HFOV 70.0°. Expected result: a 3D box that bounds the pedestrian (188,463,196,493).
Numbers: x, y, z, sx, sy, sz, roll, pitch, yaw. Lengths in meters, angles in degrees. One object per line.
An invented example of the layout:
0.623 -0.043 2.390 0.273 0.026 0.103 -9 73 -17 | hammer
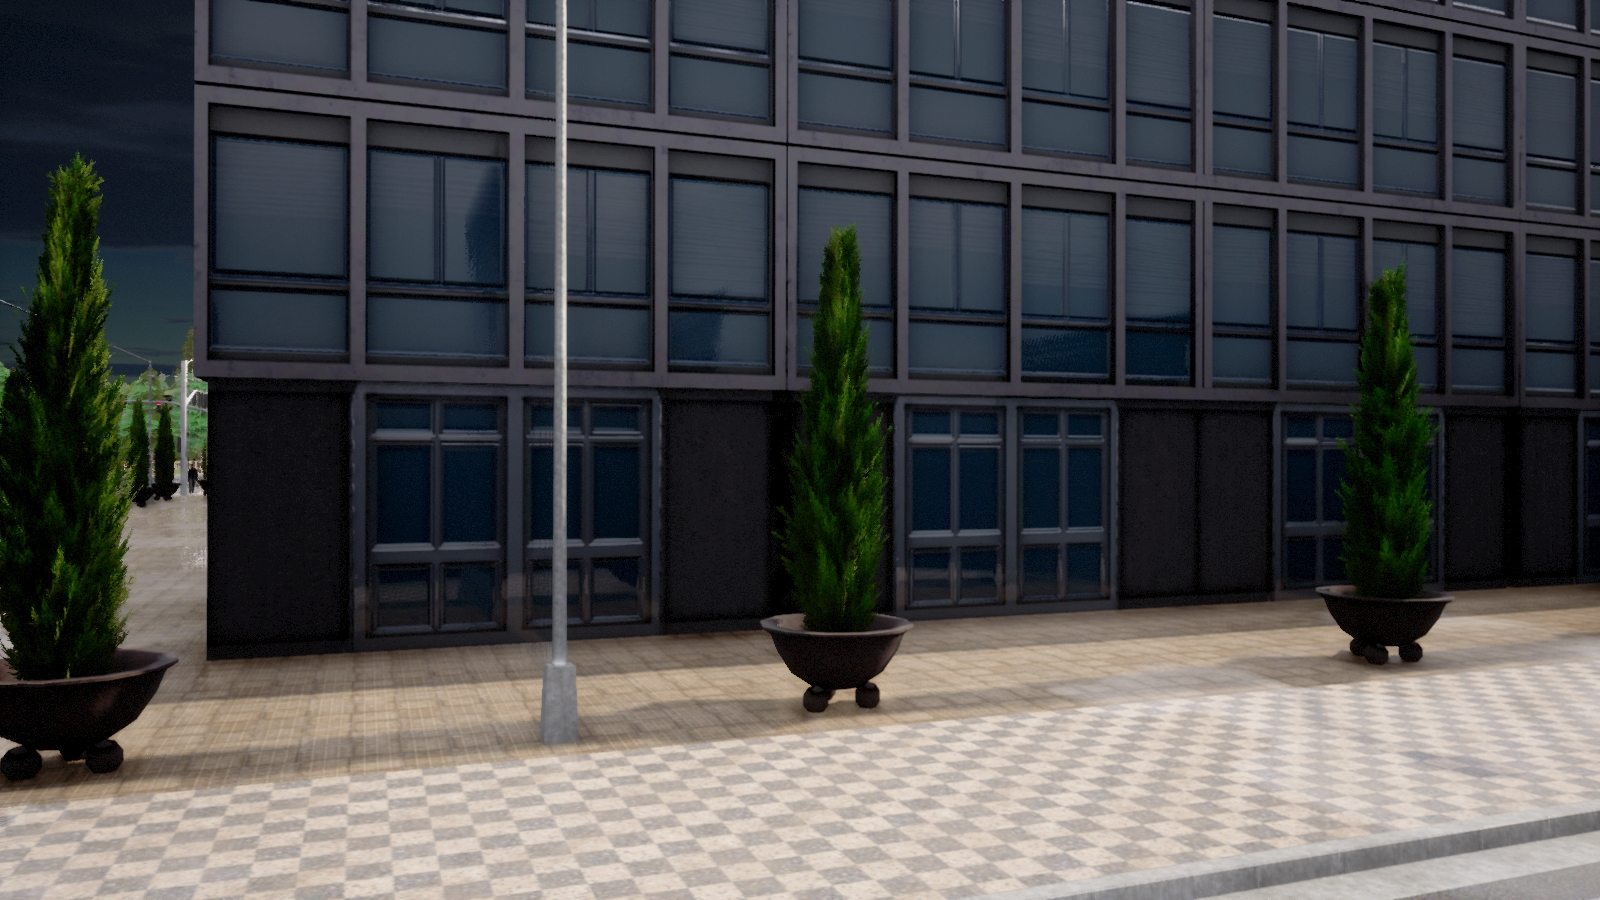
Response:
-37.161 1.700 69.841 0.375 1.860 0.375 0 0 -20 | pedestrian
